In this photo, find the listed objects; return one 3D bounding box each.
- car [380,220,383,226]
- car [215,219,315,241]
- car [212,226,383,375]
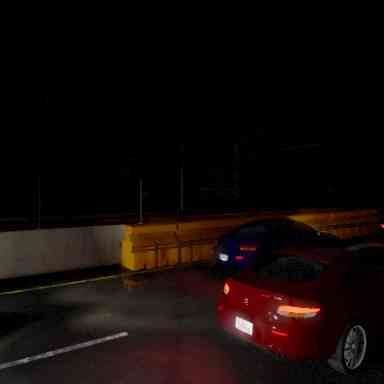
[{"bbox_3d":[10.854,1.547,15.790,5.357,1.411,2.033,0,0,-36],"label":"car"},{"bbox_3d":[2.700,1.526,9.977,4.674,1.442,1.812,0,0,-36],"label":"car"},{"bbox_3d":[2.525,1.526,5.555,4.674,1.442,1.812,0,0,-36],"label":"car"}]
